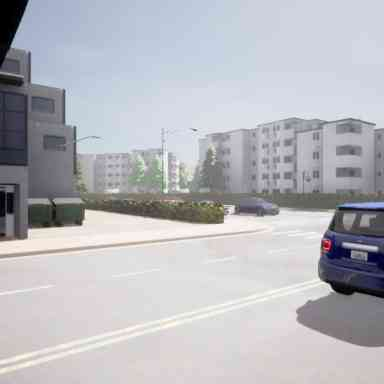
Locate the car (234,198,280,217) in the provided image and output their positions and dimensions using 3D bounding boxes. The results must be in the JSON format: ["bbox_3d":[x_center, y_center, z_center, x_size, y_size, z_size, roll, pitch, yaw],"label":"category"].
[{"bbox_3d":[6.153,1.353,31.788,2.097,1.767,4.553,0,0,-36],"label":"car"}]

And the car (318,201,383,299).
[{"bbox_3d":[5.156,1.221,7.473,5.566,2.045,2.150,0,0,-36],"label":"car"}]

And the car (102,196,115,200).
[{"bbox_3d":[-14.644,1.528,59.910,1.837,1.490,4.892,0,0,-45],"label":"car"}]

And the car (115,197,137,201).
[{"bbox_3d":[-8.650,1.563,46.335,1.994,1.385,4.181,0,0,-36],"label":"car"}]

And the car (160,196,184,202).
[{"bbox_3d":[-2.418,1.352,43.691,2.097,1.767,4.553,0,0,-36],"label":"car"}]

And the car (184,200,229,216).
[{"bbox_3d":[1.589,1.525,32.135,1.812,1.442,4.674,0,0,-36],"label":"car"}]
